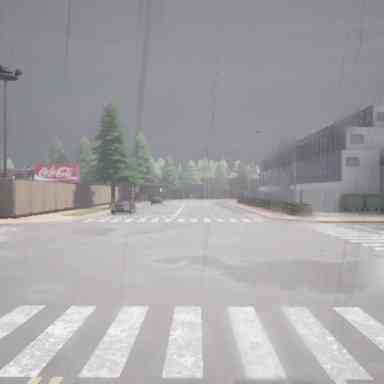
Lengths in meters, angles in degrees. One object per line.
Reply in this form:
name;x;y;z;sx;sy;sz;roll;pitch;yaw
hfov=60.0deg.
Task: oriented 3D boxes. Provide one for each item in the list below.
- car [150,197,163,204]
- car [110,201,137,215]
car;-6.582;1.595;61.383;1.895;1.301;4.718;0;0;2
car;-6.824;1.566;33.573;1.994;1.385;4.181;0;0;1
